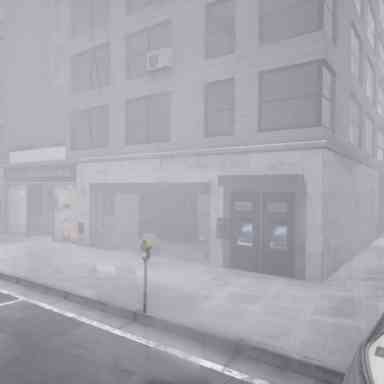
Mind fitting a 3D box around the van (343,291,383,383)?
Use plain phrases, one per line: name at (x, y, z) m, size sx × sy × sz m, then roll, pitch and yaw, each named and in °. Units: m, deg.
van at (2.602, 1.342, 1.087) m, size 3.998 × 1.788 × 1.690 m, roll 0°, pitch 1°, yaw 36°
